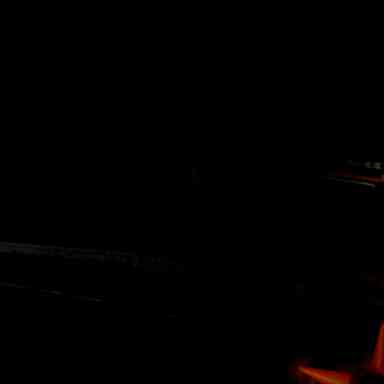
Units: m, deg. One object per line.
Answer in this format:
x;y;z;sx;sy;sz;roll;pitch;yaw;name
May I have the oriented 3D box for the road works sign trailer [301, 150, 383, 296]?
3.043;0.746;4.706;2.880;2.380;3.560;-17;18;-28;road works sign trailer
